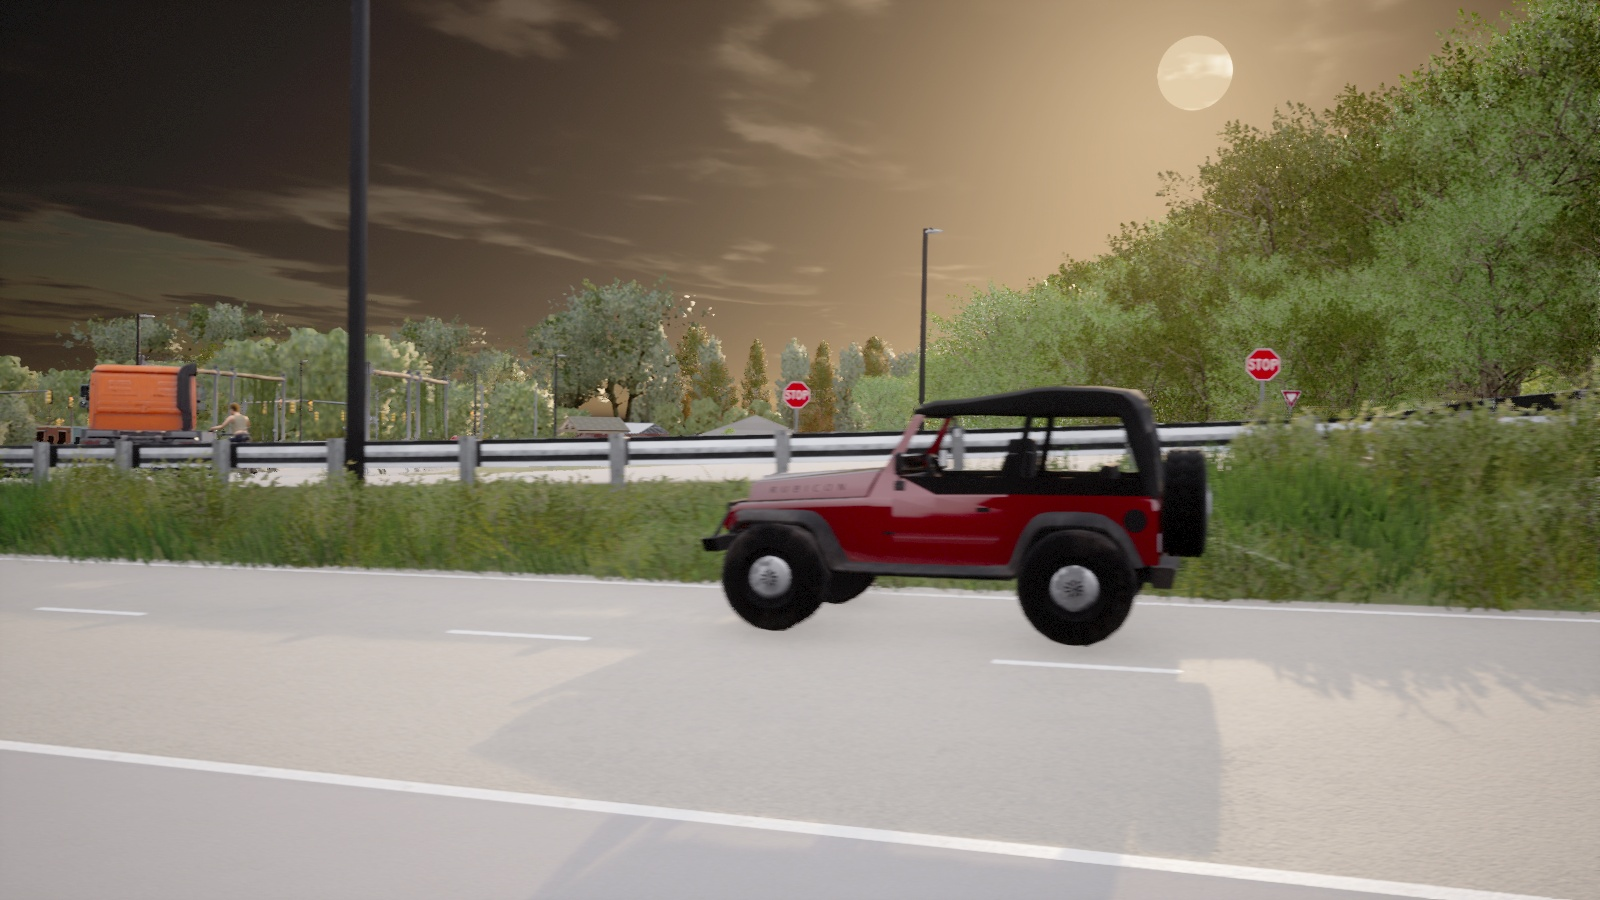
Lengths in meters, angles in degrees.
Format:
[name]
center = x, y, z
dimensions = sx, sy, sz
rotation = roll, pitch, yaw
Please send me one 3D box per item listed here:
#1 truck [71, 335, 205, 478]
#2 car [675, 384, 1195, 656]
[truck]
center = -18.221, -0.984, 34.739
dimensions = 2.891, 3.462, 7.936
rotation = 1, -1, -27
[car]
center = 1.154, 0.453, 10.187
dimensions = 3.866, 1.878, 1.905
rotation = 1, 1, 19
